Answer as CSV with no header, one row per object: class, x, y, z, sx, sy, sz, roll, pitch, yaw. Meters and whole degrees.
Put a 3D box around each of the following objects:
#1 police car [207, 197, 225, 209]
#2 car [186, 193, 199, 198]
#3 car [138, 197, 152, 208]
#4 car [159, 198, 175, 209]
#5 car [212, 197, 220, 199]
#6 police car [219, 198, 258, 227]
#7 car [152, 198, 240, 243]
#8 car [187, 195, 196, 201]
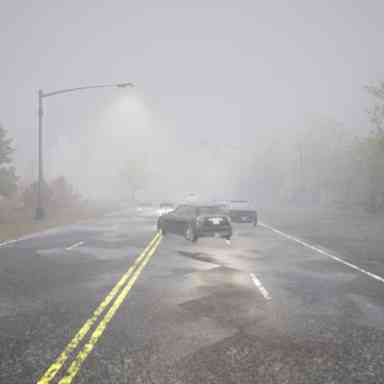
police car,3.214,1.466,44.959,2.038,1.542,4.974,0,0,0
car,0.004,1.148,61.394,2.150,2.045,5.566,0,0,0
car,-6.632,1.485,48.377,1.812,1.442,4.674,0,0,0
car,-3.383,1.566,45.384,1.895,1.301,4.718,0,0,0
car,3.223,1.501,33.956,1.812,1.442,4.674,0,0,0
police car,3.236,1.407,23.062,1.930,1.638,5.238,0,0,0
car,0.004,1.351,16.483,2.097,1.767,4.553,0,0,-30
car,-0.067,1.397,79.455,2.033,1.411,5.357,0,0,0
